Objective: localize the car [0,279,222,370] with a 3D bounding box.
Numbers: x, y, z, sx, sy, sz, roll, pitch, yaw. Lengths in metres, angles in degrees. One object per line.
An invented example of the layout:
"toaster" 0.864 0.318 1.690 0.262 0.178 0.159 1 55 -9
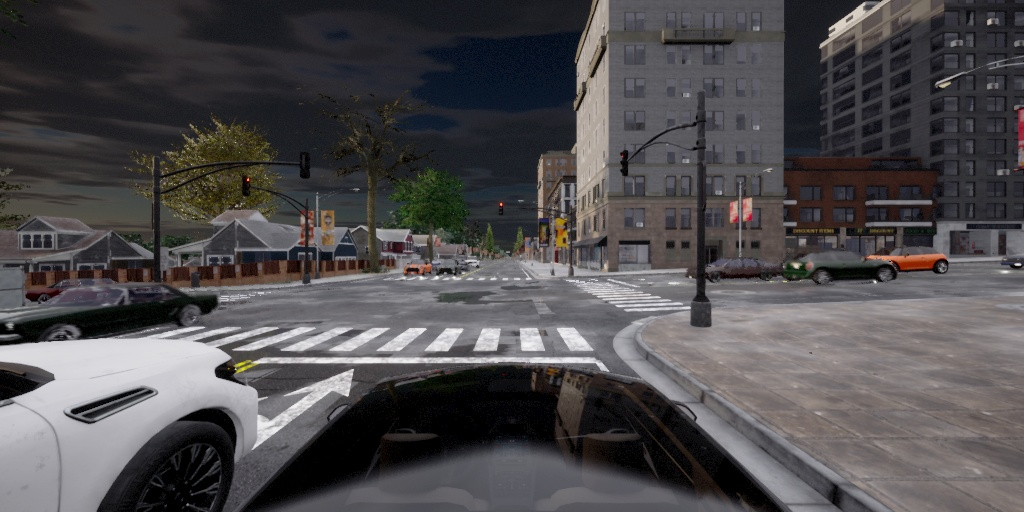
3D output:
"car" -9.851 1.350 8.656 1.895 1.301 4.718 0 0 0

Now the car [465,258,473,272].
"car" -6.627 1.342 46.489 1.994 1.385 4.181 0 0 0

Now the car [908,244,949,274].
"car" 23.432 0.218 21.890 4.553 1.767 2.097 -2 0 0

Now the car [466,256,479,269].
"car" -6.643 1.031 59.281 2.150 2.045 5.566 0 0 -1

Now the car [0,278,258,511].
"car" -3.146 0.972 0.531 2.150 2.045 5.566 0 0 0

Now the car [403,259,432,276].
"car" -9.869 1.118 37.809 2.097 1.767 4.553 0 0 0

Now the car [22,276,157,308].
"car" -21.634 1.805 18.514 4.718 1.301 1.895 -2 0 0

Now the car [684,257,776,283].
"car" 13.512 0.792 21.861 5.357 1.411 2.033 -2 0 0

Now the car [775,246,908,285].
"car" 16.826 0.479 18.524 4.553 1.767 2.097 -2 0 1

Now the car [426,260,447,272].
"car" -9.869 1.306 47.035 1.812 1.442 4.674 0 0 0

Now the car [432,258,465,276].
"car" -6.607 1.118 37.749 2.097 1.767 4.553 0 0 0

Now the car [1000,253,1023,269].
"car" 33.572 0.037 21.921 5.357 1.411 2.033 -2 0 0
